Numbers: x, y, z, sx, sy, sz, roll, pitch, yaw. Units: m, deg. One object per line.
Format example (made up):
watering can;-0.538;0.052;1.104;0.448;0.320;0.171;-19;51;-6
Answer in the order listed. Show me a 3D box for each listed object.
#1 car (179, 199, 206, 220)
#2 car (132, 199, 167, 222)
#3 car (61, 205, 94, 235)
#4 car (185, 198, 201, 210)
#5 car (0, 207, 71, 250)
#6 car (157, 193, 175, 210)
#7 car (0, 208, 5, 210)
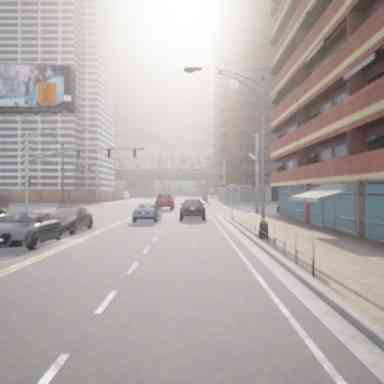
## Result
car;0.062;1.338;28.138;2.097;1.767;4.553;0;0;0
car;-3.397;1.535;25.751;2.033;1.411;5.357;0;0;0
car;-7.022;1.516;19.029;1.812;1.442;4.674;0;0;1
car;0.095;1.542;43.534;1.994;1.385;4.181;0;0;0
car;-6.997;1.557;14.100;1.994;1.385;4.181;0;0;0
car;-3.396;1.198;42.957;2.150;2.045;5.566;0;0;0
car;-10.541;1.497;16.248;1.837;1.490;4.892;0;0;0
